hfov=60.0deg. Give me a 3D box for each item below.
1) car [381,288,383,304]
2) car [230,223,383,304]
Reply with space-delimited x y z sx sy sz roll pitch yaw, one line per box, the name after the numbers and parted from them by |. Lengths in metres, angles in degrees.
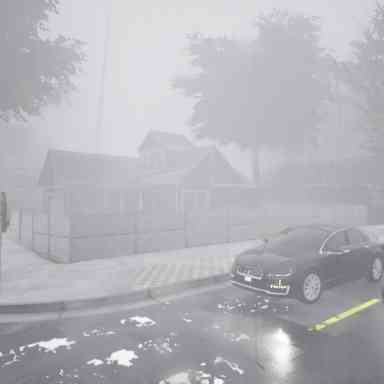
5.862 1.618 6.919 5.357 1.411 2.033 1 -1 -39 | car
3.113 1.591 8.441 4.892 1.490 1.837 1 -1 -37 | car
